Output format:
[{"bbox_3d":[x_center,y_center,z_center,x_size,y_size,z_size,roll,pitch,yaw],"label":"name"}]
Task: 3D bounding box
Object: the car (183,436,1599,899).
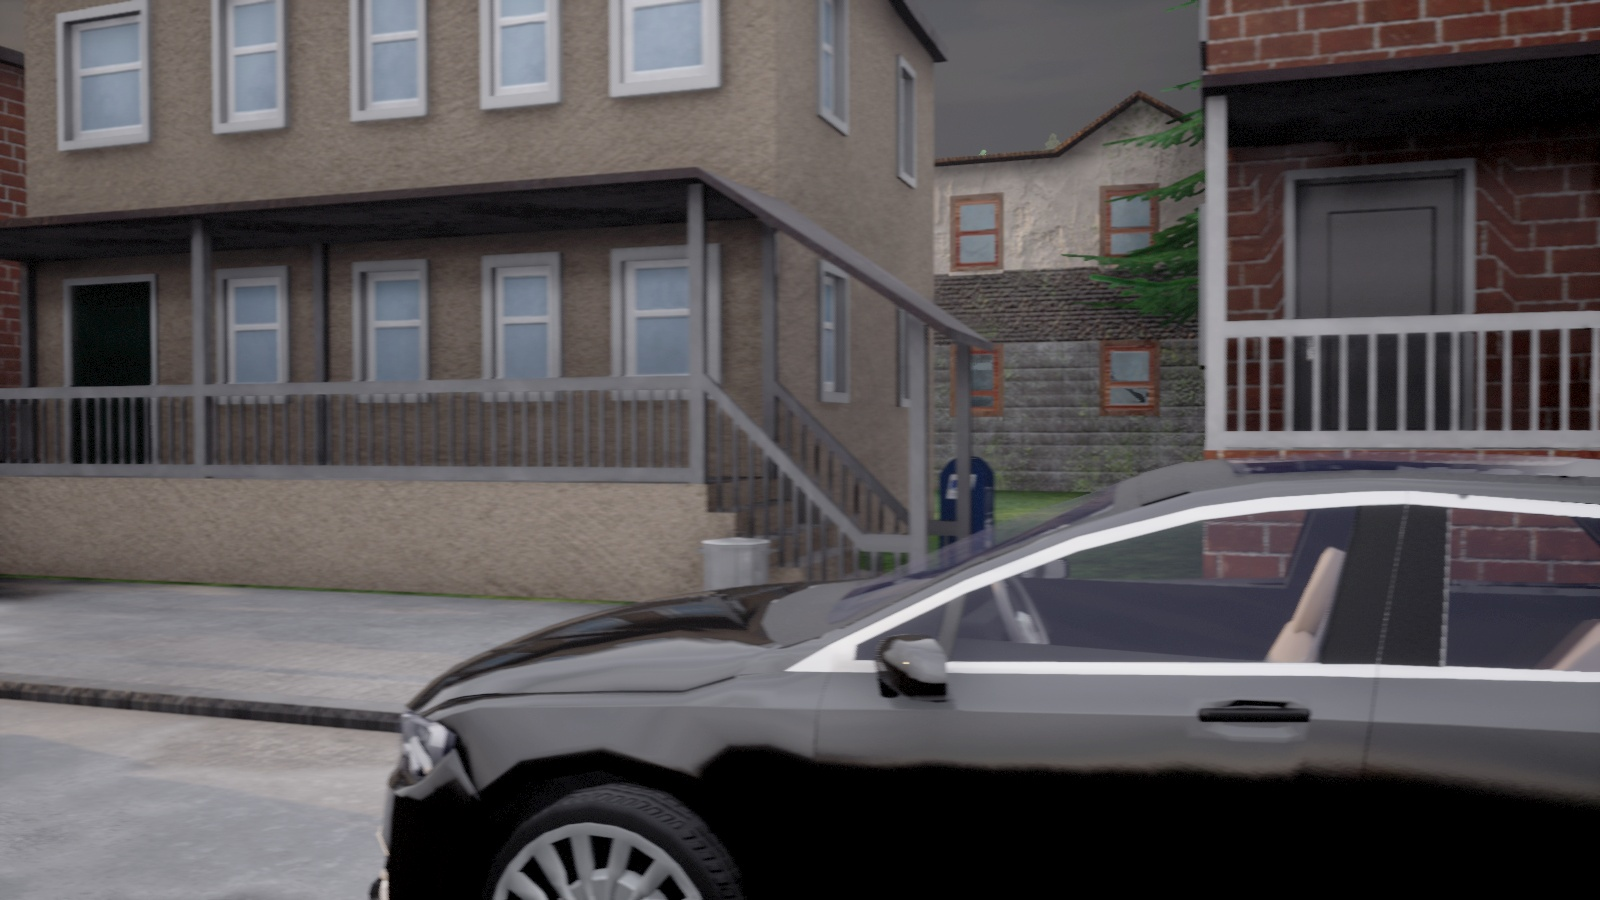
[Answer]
[{"bbox_3d":[1.135,0.734,3.338,4.902,1.511,2.128,1,1,19],"label":"car"}]
